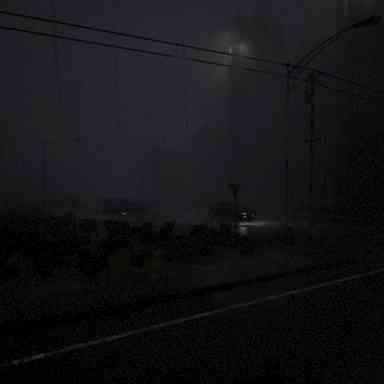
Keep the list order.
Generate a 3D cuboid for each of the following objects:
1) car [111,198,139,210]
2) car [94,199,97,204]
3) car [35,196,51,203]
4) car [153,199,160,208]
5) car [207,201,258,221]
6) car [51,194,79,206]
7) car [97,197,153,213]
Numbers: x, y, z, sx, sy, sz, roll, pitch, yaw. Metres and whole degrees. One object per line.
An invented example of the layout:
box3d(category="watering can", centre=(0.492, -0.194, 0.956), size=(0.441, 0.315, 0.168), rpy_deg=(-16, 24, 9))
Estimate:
box3d(category="car", centre=(-9.057, 1.506, 44.654), size=(1.837, 1.490, 4.892), rpy_deg=(0, 0, -34))
box3d(category="car", centre=(-16.903, 1.600, 62.673), size=(1.895, 1.301, 4.718), rpy_deg=(0, 0, -34))
box3d(category="car", centre=(-28.314, 1.505, 64.907), size=(4.193, 1.474, 1.816), rpy_deg=(0, 0, -34))
box3d(category="car", centre=(-6.490, 1.547, 47.409), size=(2.033, 1.411, 5.357), rpy_deg=(0, 0, -34))
box3d(category="car", centre=(3.159, 1.504, 26.698), size=(1.837, 1.490, 4.892), rpy_deg=(0, 0, -34))
box3d(category="car", centre=(-20.309, 1.313, 54.043), size=(3.866, 1.878, 1.905), rpy_deg=(0, 0, -34))
box3d(category="car", centre=(-6.783, 1.480, 33.969), size=(4.611, 1.667, 2.242), rpy_deg=(0, 0, -34))
